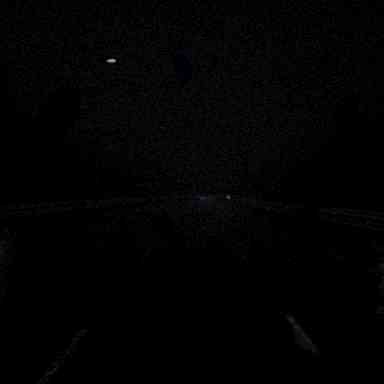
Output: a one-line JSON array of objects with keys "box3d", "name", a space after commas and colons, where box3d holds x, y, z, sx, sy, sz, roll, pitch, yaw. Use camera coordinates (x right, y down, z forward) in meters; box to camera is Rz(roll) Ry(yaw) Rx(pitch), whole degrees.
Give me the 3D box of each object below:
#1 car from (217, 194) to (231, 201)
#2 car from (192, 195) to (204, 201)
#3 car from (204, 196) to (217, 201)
[{"box3d": [8.593, 1.618, 90.632, 2.097, 1.767, 4.553, 0, 0, 11], "name": "car"}, {"box3d": [1.314, 1.806, 89.826, 1.895, 1.301, 4.718, 0, 0, 11], "name": "car"}, {"box3d": [4.912, 1.760, 90.025, 1.812, 1.442, 4.674, 0, 0, 11], "name": "car"}]
